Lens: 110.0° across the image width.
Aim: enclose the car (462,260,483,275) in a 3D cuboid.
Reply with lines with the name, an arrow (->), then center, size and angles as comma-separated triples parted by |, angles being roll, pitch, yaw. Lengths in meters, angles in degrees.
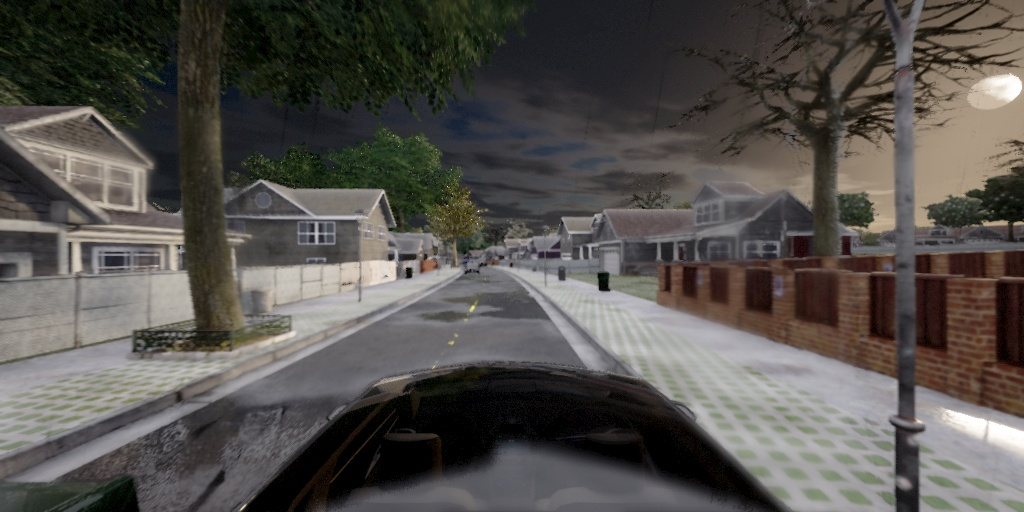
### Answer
car -> -4.755, 1.497, 43.381 | 1.837, 1.490, 4.892 | 0, -1, -5
